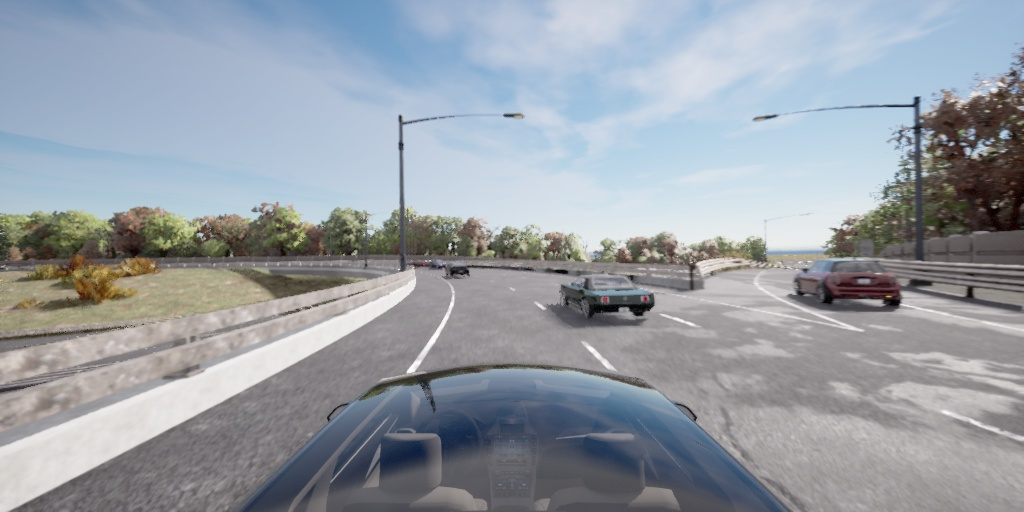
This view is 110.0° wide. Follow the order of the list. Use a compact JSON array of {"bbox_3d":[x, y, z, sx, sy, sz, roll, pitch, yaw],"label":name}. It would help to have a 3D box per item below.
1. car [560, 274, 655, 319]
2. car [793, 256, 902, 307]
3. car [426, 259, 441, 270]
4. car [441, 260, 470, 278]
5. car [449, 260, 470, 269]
[{"bbox_3d":[3.053,1.294,12.661,1.895,1.301,4.718,-1,0,-6],"label":"car"},{"bbox_3d":[13.039,0.873,14.310,2.097,1.767,4.553,-1,0,25],"label":"car"},{"bbox_3d":[-11.739,1.530,57.937,1.895,1.301,4.718,-1,0,-33],"label":"car"},{"bbox_3d":[-5.572,1.310,36.181,1.882,1.535,5.008,-1,0,-19],"label":"car"},{"bbox_3d":[-8.797,1.403,59.815,1.812,1.442,4.674,-1,0,-33],"label":"car"}]
